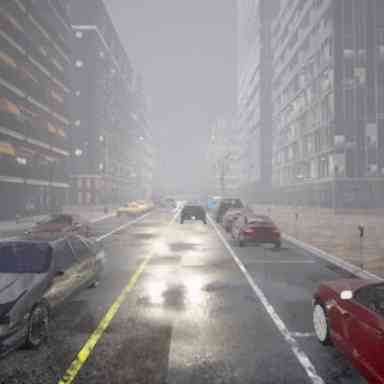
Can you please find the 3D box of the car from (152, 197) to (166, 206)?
[{"bbox_3d":[-5.686,1.590,58.093,1.887,1.381,4.507,1,0,0],"label":"car"}]

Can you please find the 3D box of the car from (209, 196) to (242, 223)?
[{"bbox_3d":[2.704,1.334,25.062,2.192,1.841,5.009,1,0,0],"label":"car"}]

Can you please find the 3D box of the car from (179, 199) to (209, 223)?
[{"bbox_3d":[0.095,1.526,25.483,1.837,1.490,4.892,0,0,0],"label":"car"}]

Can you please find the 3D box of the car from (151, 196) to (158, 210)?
[{"bbox_3d":[-5.683,1.558,41.390,1.752,1.417,4.829,1,0,0],"label":"car"}]

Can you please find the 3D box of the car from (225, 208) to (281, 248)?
[{"bbox_3d":[2.701,1.593,14.526,1.802,1.307,4.206,1,0,0],"label":"car"}]

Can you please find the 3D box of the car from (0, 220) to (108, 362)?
[{"bbox_3d":[-3.101,1.553,6.464,2.033,1.411,5.357,0,0,0],"label":"car"}]

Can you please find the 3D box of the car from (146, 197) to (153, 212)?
[{"bbox_3d":[-5.682,1.553,35.879,1.752,1.417,4.829,1,0,0],"label":"car"}]

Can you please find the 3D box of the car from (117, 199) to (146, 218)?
[{"bbox_3d":[-5.681,1.549,30.367,1.752,1.417,4.829,1,0,0],"label":"car"}]

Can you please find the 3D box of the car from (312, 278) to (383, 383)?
[{"bbox_3d":[2.704,1.548,3.431,1.887,1.381,4.507,1,0,0],"label":"car"}]

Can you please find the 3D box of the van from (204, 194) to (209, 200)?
[{"bbox_3d":[2.701,1.373,41.586,1.690,1.788,3.998,1,0,0],"label":"van"}]

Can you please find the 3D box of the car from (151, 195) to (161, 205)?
[{"bbox_3d":[-5.681,1.356,52.582,2.192,1.841,5.009,1,0,0],"label":"car"}]

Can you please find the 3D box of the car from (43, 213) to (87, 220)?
[{"bbox_3d":[-5.646,1.593,14.421,1.802,1.307,4.206,1,0,0],"label":"car"}]

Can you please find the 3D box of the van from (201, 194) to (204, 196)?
[{"bbox_3d":[2.696,1.391,63.618,1.690,1.788,3.998,1,0,0],"label":"van"}]

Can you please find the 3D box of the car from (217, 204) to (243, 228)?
[{"bbox_3d":[2.700,1.597,19.554,1.802,1.307,4.206,1,0,0],"label":"car"}]

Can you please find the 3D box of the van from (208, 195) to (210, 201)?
[{"bbox_3d":[2.703,1.365,30.570,1.690,1.788,3.998,1,0,0],"label":"van"}]

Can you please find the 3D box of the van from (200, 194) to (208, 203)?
[{"bbox_3d":[2.694,1.400,74.635,1.690,1.788,3.998,1,0,0],"label":"van"}]

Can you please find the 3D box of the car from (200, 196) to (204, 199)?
[{"bbox_3d":[0.092,1.581,42.826,2.033,1.411,5.357,0,0,0],"label":"car"}]

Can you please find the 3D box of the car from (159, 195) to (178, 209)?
[{"bbox_3d":[-3.096,1.561,45.808,1.812,1.442,4.674,0,0,0],"label":"car"}]
